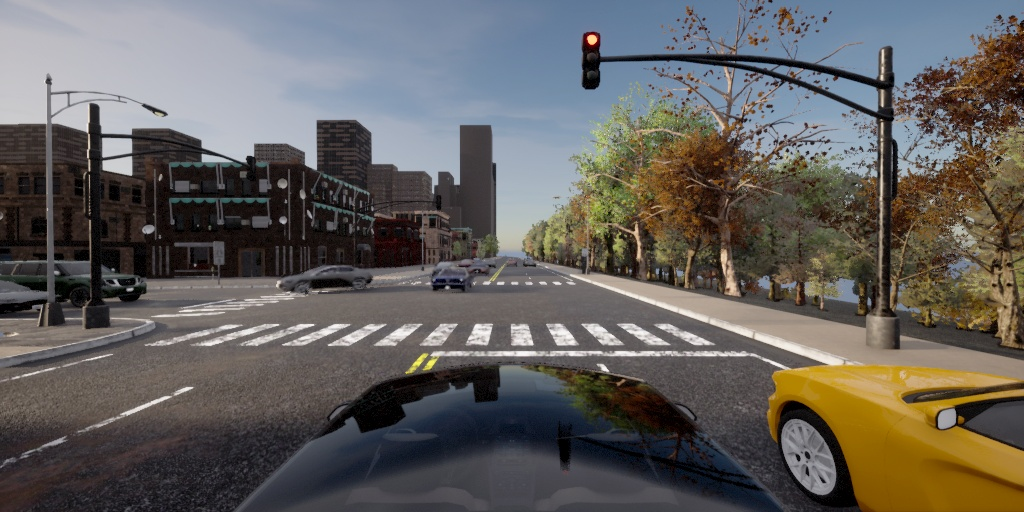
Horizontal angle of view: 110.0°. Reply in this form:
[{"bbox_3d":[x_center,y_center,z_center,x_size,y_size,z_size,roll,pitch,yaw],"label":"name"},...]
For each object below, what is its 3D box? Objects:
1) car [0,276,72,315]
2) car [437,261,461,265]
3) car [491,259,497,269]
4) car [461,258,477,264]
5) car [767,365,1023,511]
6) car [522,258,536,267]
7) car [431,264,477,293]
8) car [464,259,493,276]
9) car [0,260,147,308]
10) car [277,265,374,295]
[{"bbox_3d":[-19.958,1.565,13.458,4.313,1.339,1.948,0,0,0],"label":"car"},{"bbox_3d":[-6.630,1.265,35.810,1.812,1.442,4.674,0,0,0],"label":"car"},{"bbox_3d":[-3.389,1.235,55.732,1.837,1.490,4.892,0,0,0],"label":"car"},{"bbox_3d":[-6.643,1.210,52.645,1.882,1.535,5.008,0,1,0],"label":"car"},{"bbox_3d":[3.351,1.228,1.351,1.882,1.535,5.008,0,0,0],"label":"car"},{"bbox_3d":[3.282,1.290,64.455,1.994,1.385,4.181,0,0,1],"label":"car"},{"bbox_3d":[-3.369,1.346,20.944,1.895,1.301,4.718,0,0,0],"label":"car"},{"bbox_3d":[-3.385,1.302,36.987,1.994,1.385,4.181,0,0,0],"label":"car"},{"bbox_3d":[-20.010,1.194,16.159,5.566,2.045,2.150,-1,1,0],"label":"car"},{"bbox_3d":[-10.460,1.273,20.445,4.902,1.511,2.128,-1,1,-42],"label":"car"}]
